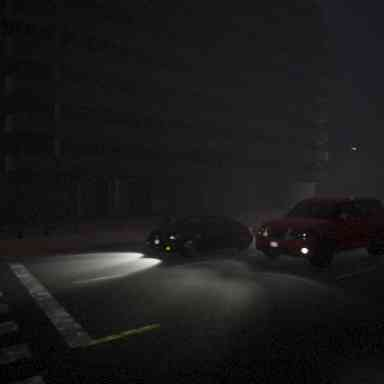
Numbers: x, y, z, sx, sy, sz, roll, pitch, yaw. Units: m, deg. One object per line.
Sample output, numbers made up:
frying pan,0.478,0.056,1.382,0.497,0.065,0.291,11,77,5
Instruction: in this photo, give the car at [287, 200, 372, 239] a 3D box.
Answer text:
car,7.468,1.358,17.922,4.553,1.767,2.097,0,0,-36

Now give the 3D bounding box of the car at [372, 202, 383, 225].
car,15.107,1.499,24.257,4.902,1.511,2.128,0,0,-45

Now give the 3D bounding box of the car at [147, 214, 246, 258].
car,0.400,1.567,12.848,4.181,1.385,1.994,0,0,-35

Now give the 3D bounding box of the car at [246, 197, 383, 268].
car,4.748,1.225,11.627,5.566,2.045,2.150,0,0,-35
